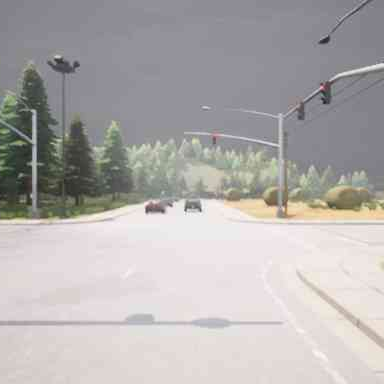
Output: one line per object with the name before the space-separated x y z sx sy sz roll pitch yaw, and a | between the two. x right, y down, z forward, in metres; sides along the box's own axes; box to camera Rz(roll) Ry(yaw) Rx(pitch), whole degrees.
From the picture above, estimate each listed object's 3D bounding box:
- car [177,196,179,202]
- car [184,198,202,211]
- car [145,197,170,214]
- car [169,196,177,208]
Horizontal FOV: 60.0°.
car | -3.498 1.351 66.057 1.895 1.301 4.718 0 0 0
car | 0.103 1.384 37.556 1.812 1.442 4.674 0 0 0
car | -3.592 1.474 33.565 1.895 1.301 4.718 0 0 0
car | -3.583 1.374 45.750 2.033 1.411 5.357 0 0 0
